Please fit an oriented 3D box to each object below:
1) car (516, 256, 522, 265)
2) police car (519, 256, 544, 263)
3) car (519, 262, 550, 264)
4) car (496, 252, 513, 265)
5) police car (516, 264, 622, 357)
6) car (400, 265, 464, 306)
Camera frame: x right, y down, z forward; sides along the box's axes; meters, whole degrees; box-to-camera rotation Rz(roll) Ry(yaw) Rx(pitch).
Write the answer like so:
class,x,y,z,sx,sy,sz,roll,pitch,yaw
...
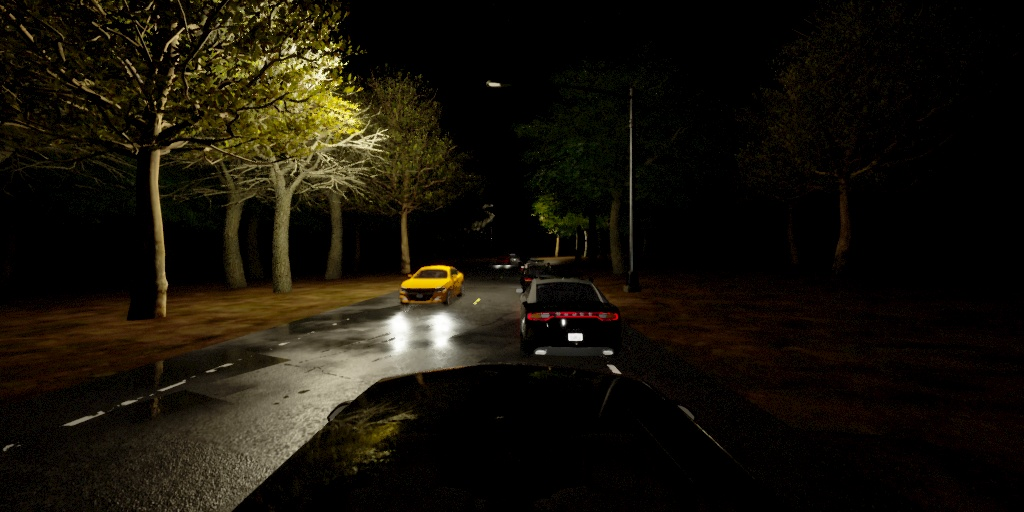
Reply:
class,x,y,z,sx,sy,sz,roll,pitch,yaw
car,1.802,0.836,50.144,1.837,1.490,4.892,0,1,2
police car,1.658,1.058,24.585,1.930,1.638,5.238,0,1,3
car,1.399,1.215,18.498,1.812,1.442,4.674,0,0,2
car,-1.420,0.421,59.855,2.150,2.045,5.566,0,1,3
police car,1.123,1.166,8.670,1.930,1.638,5.238,0,0,1
car,-3.326,1.189,15.690,1.882,1.535,5.008,0,0,2
